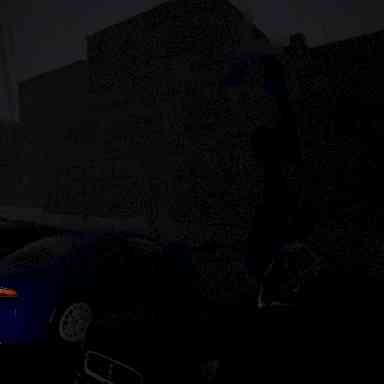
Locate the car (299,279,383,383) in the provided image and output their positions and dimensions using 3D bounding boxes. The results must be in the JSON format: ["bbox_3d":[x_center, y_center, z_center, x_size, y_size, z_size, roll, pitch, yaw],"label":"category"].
[{"bbox_3d":[2.830,1.524,3.333,2.002,1.452,4.674,1,0,36],"label":"car"}]

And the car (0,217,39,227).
[{"bbox_3d":[-3.938,1.457,8.203,2.163,1.488,4.792,0,0,36],"label":"car"}]

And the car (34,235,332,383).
[{"bbox_3d":[0.675,1.466,4.882,2.231,1.521,4.892,0,0,36],"label":"car"}]

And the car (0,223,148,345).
[{"bbox_3d":[-1.594,1.446,6.487,2.097,1.535,5.008,0,0,36],"label":"car"}]
